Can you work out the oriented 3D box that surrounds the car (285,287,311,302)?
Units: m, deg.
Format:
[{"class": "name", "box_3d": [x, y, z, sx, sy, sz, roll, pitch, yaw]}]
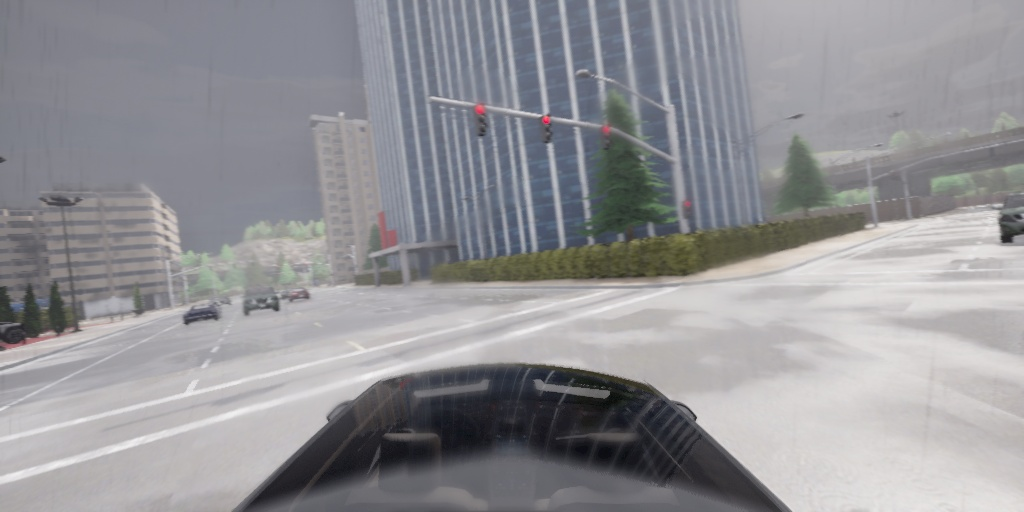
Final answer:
[{"class": "car", "box_3d": [-24.067, 4.300, 40.499, 1.812, 1.442, 4.674, -7, 0, -36]}]

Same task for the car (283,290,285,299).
[{"class": "car", "box_3d": [-31.011, 5.212, 50.099, 1.994, 1.385, 4.181, -7, 0, -35]}]

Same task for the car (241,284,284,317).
[{"class": "car", "box_3d": [-19.656, 3.436, 28.085, 2.150, 2.045, 5.566, -7, 0, -36]}]

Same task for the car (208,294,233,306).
[{"class": "car", "box_3d": [-31.642, 4.888, 38.936, 1.994, 1.385, 4.181, -7, 0, -36]}]

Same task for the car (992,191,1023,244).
[{"class": "car", "box_3d": [21.756, -1.760, 14.704, 5.566, 2.045, 2.150, -7, 0, -35]}]

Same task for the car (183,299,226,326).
[{"class": "car", "box_3d": [-22.647, 4.193, 26.348, 1.895, 1.301, 4.718, -7, 0, -36]}]
